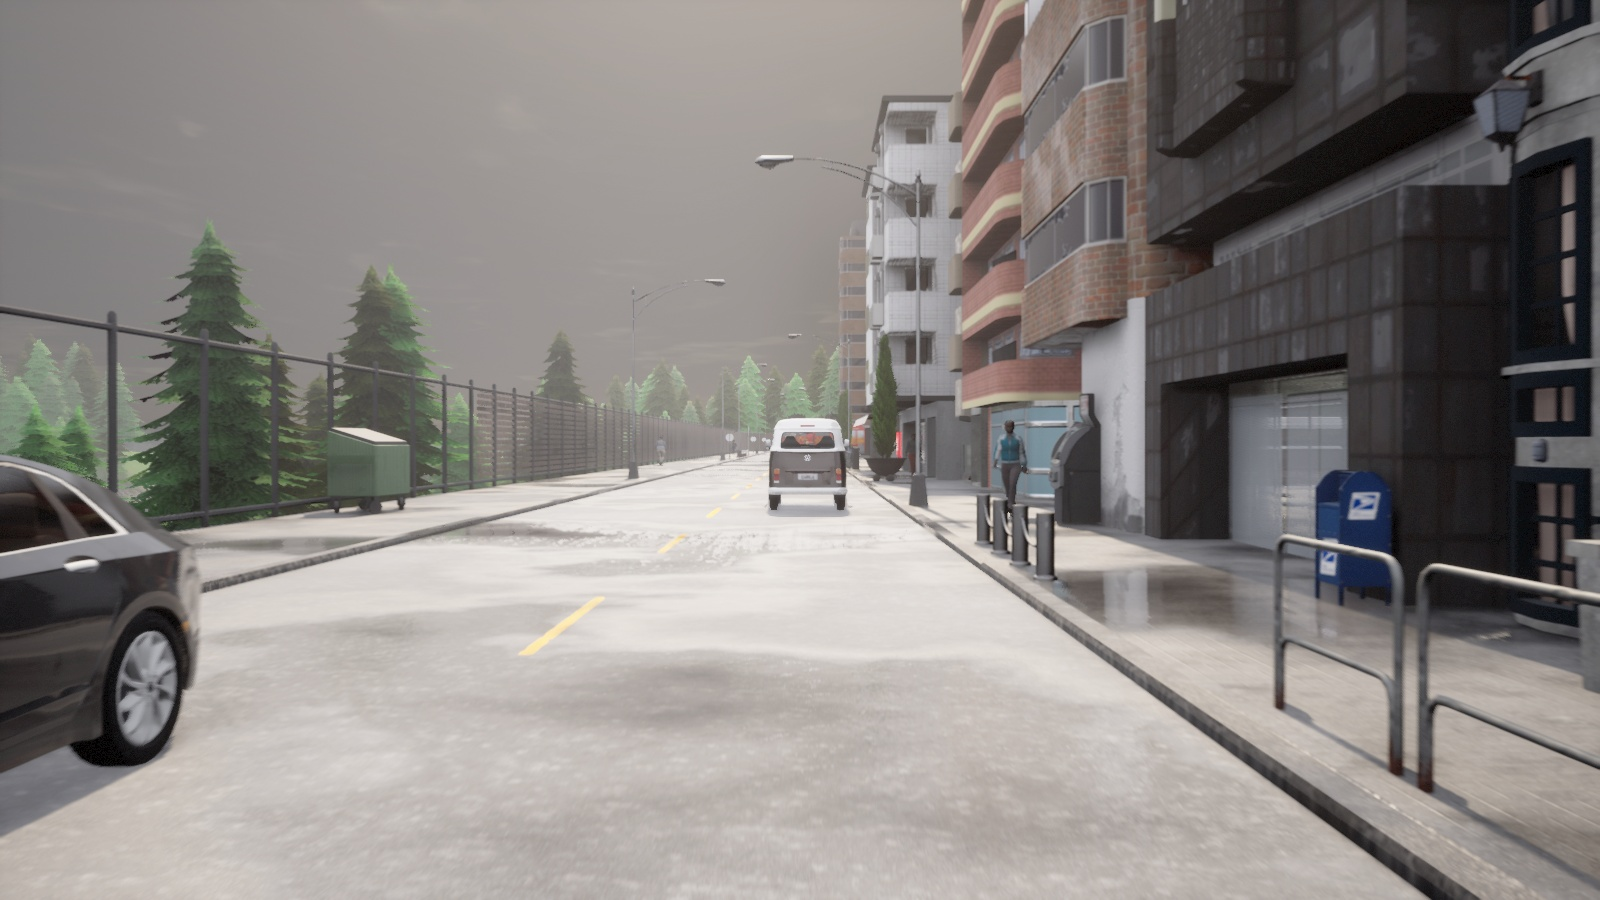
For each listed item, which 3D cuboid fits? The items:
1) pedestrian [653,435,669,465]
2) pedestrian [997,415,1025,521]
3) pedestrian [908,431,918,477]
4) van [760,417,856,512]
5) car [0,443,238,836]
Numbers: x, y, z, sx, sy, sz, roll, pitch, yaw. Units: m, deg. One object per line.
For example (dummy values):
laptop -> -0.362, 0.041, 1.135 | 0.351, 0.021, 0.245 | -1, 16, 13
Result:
pedestrian -> -8.639, 0.010, 77.965 | 0.874, 1.855, 0.900 | 0, 0, 3
pedestrian -> 3.896, 0.328, 23.162 | 0.396, 1.930, 0.692 | 0, 0, 20
pedestrian -> 4.590, 0.173, 50.934 | 0.353, 1.847, 0.614 | 0, 0, 0
van -> 0.178, 0.305, 29.307 | 2.069, 2.038, 4.480 | 0, 0, 0
car -> -3.959, 0.724, 4.322 | 1.837, 1.490, 4.892 | 0, 0, 0
